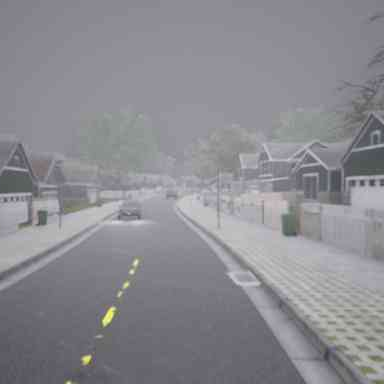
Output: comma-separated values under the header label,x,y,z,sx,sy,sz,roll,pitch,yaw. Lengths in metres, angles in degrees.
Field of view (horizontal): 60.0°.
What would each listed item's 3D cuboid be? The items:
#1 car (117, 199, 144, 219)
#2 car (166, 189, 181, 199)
label,x,y,z,sx,sy,sz,roll,pitch,yaw
car,-5.168,1.421,28.203,1.837,1.490,4.892,0,0,-7
car,-4.116,0.394,68.054,2.150,2.045,5.566,0,1,2
